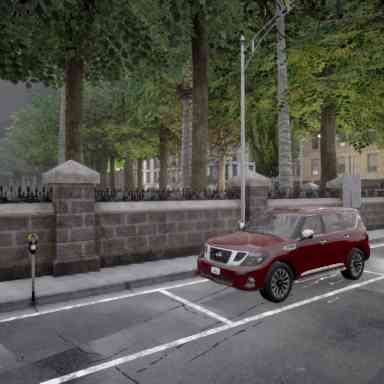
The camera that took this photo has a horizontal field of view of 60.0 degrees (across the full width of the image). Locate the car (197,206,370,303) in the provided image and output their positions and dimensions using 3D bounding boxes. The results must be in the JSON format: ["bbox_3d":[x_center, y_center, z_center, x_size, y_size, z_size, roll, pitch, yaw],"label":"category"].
[{"bbox_3d":[2.523,1.314,8.391,5.009,1.841,2.192,0,0,-36],"label":"car"}]
